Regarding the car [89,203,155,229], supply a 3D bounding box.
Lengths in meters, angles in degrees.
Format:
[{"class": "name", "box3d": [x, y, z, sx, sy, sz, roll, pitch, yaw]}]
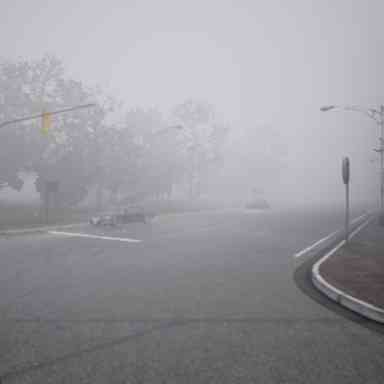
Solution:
[{"class": "car", "box3d": [-4.458, 1.508, 21.799, 2.128, 1.511, 4.902, 0, 0, 32]}]

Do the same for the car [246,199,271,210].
[{"class": "car", "box3d": [8.468, 1.547, 42.279, 1.994, 1.385, 4.181, 0, 0, 32]}]
